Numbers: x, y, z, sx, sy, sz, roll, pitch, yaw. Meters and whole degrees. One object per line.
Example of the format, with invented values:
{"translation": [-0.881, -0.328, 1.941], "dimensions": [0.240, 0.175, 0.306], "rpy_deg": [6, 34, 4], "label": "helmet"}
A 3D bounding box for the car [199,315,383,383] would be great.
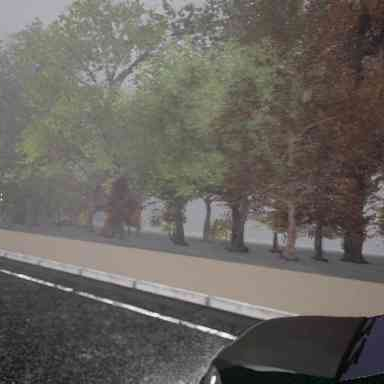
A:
{"translation": [2.045, 1.566, 2.225], "dimensions": [4.181, 1.385, 1.994], "rpy_deg": [0, 0, 36], "label": "car"}
